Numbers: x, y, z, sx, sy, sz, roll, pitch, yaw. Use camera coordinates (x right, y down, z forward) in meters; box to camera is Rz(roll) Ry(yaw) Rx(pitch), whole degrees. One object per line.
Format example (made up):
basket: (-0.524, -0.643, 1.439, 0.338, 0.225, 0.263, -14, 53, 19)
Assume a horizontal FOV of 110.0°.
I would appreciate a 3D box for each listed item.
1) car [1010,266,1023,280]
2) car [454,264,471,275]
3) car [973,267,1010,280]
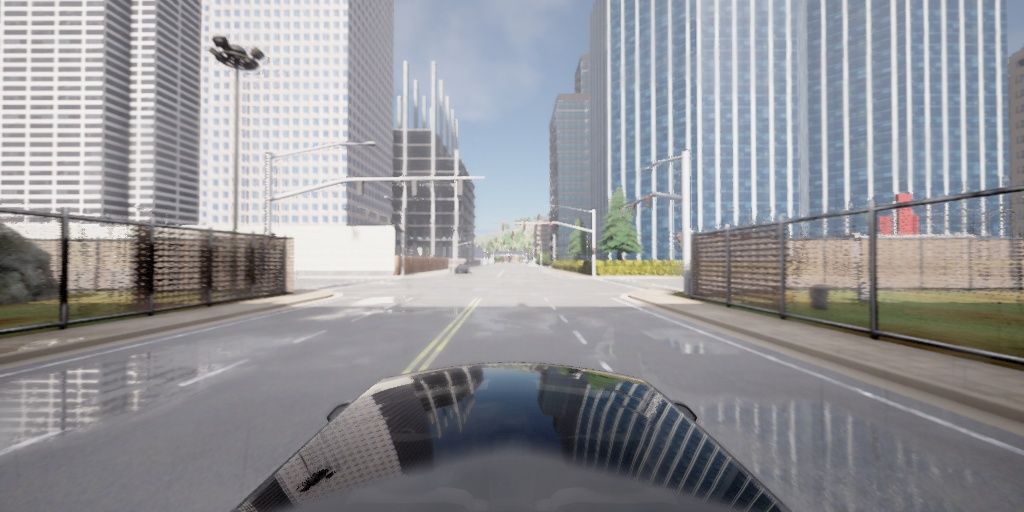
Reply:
car: (49.423, 1.700, 32.769, 4.718, 1.301, 1.895, 0, -1, 1)
car: (-6.989, 1.923, 51.153, 1.882, 1.535, 5.008, 0, 0, 0)
car: (50.314, 1.692, 36.257, 5.357, 1.411, 2.033, 0, -1, 1)
